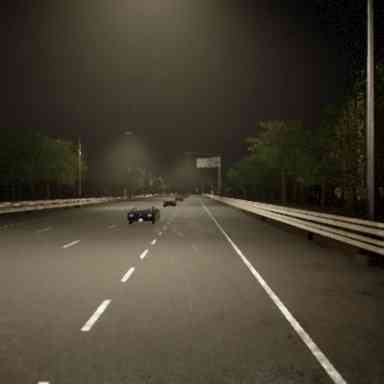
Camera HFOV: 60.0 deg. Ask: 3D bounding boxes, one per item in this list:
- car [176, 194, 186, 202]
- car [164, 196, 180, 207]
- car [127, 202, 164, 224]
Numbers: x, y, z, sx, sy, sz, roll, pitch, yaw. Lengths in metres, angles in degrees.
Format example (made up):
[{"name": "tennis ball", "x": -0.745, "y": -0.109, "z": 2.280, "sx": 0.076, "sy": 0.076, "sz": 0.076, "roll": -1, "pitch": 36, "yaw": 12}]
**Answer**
[{"name": "car", "x": -3.103, "y": 1.387, "z": 80.741, "sx": 2.097, "sy": 1.767, "sz": 4.553, "roll": 0, "pitch": 0, "yaw": 1}, {"name": "car", "x": -3.329, "y": 1.634, "z": 51.596, "sx": 1.895, "sy": 1.301, "sz": 4.718, "roll": 0, "pitch": 0, "yaw": 0}, {"name": "car", "x": -3.456, "y": 1.617, "z": 24.607, "sx": 1.895, "sy": 1.301, "sz": 4.718, "roll": 0, "pitch": 0, "yaw": 0}]
